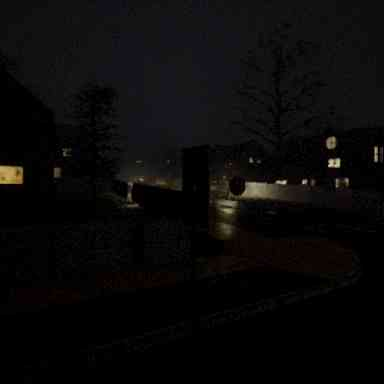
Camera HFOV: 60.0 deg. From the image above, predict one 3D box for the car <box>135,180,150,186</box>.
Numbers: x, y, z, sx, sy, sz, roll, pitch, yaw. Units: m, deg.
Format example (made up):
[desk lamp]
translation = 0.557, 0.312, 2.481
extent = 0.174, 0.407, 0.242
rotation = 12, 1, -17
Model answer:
[car]
translation = -7.553, -1.048, 50.174
extent = 1.994, 1.385, 4.181
rotation = 0, 3, -21
